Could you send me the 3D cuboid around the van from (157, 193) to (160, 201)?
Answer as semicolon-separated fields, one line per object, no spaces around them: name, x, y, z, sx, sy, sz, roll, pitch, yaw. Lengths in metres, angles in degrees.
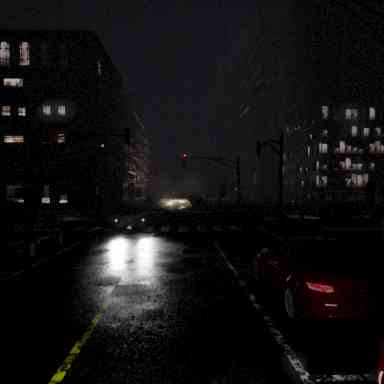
van;-7.980;1.276;67.275;1.690;1.788;3.998;-1;0;-2

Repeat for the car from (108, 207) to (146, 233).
car;-3.959;1.593;19.920;1.895;1.301;4.718;0;0;-17

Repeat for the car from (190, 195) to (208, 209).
car;1.132;1.513;45.021;1.887;1.381;4.507;-1;0;-2

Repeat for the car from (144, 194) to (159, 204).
car;-7.785;1.510;61.632;1.947;1.339;4.313;-1;0;-2

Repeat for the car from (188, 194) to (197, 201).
car;-0.020;1.353;78.876;1.967;1.590;4.097;-1;0;-2

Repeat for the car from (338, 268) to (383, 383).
car;2.649;1.544;1.403;1.887;1.381;4.507;-1;0;-2

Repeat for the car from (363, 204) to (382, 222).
car;15.886;1.690;25.198;4.403;1.369;2.008;0;1;-1

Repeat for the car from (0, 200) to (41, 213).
car;-14.853;1.445;27.290;4.902;1.511;2.128;0;1;-1

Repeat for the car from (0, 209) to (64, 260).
car;-6.105;1.546;12.236;2.008;1.369;4.403;-1;0;-2

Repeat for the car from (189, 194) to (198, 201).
car;0.939;1.401;50.664;1.967;1.590;4.097;-1;0;-2

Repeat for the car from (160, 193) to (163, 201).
car;-8.361;1.458;78.560;1.887;1.381;4.507;-1;0;-2

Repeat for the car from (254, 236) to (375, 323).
car;2.460;1.579;6.981;1.802;1.307;4.206;-1;0;-2

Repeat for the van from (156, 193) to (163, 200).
van;-8.747;1.229;89.847;1.690;1.788;3.998;-1;0;-2

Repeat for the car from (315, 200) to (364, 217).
car;14.084;1.543;31.078;4.892;1.490;1.837;0;1;-1

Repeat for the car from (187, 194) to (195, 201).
car;-0.206;1.341;84.519;1.967;1.590;4.097;-1;0;-2
